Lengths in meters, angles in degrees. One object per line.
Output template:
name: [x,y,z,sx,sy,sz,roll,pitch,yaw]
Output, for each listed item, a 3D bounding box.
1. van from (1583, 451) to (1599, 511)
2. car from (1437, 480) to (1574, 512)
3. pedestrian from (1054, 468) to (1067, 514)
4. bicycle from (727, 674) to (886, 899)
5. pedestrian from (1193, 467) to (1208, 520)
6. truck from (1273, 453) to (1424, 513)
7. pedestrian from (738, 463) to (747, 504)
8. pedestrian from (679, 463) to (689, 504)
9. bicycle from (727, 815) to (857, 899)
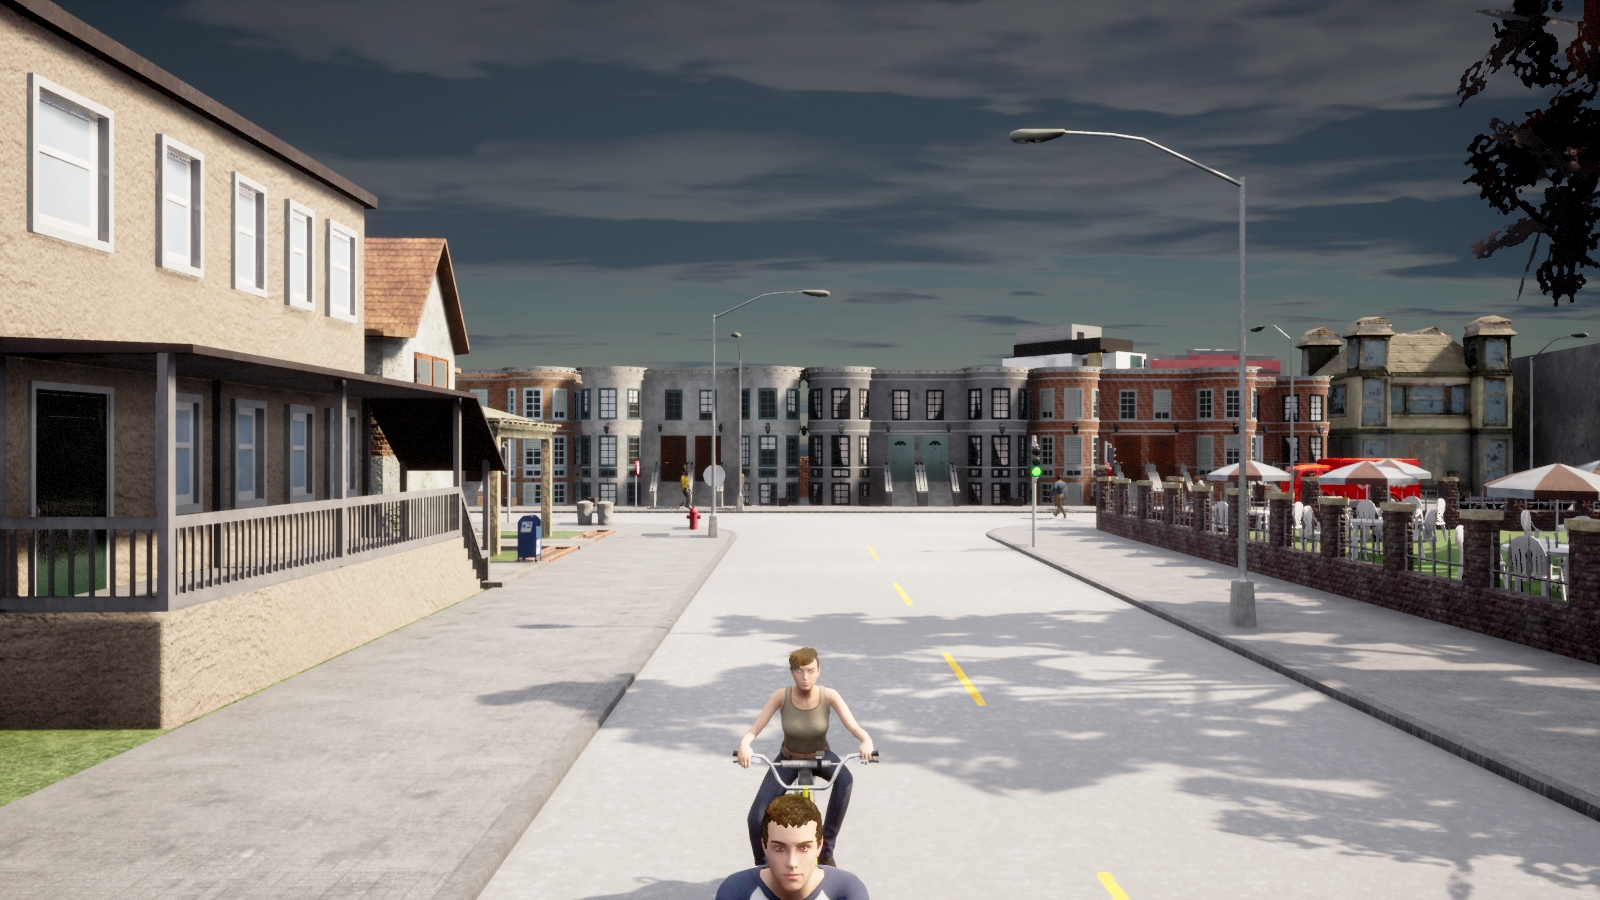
van: [37.194,1.334,48.909,5.915,2.561,1.988,0,0,1]
car: [30.125,1.955,48.889,4.718,1.301,1.895,0,0,0]
pedestrian: [10.595,1.648,46.481,0.375,1.860,0.375,0,0,-21]
bicycle: [0.033,2.040,6.906,0.859,1.080,1.487,0,0,0]
pedestrian: [14.055,1.532,40.095,0.375,1.860,0.375,0,0,0]
truck: [23.374,1.365,48.875,5.204,2.467,2.627,0,0,0]
pedestrian: [-2.639,1.546,52.658,0.375,1.860,0.375,0,0,8]
pedestrian: [-5.330,1.546,52.491,0.375,1.860,0.375,0,0,15]
bicycle: [-0.022,1.938,3.212,0.373,1.296,1.643,0,0,0]
